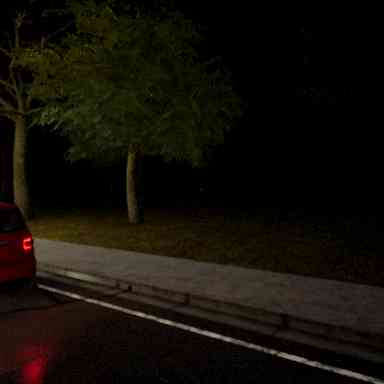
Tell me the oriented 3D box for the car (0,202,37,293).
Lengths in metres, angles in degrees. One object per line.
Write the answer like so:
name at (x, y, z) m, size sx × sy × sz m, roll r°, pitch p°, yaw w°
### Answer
car at (-5.853, 1.215, 7.604) m, size 5.566 × 2.045 × 2.150 m, roll 0°, pitch 0°, yaw 34°
